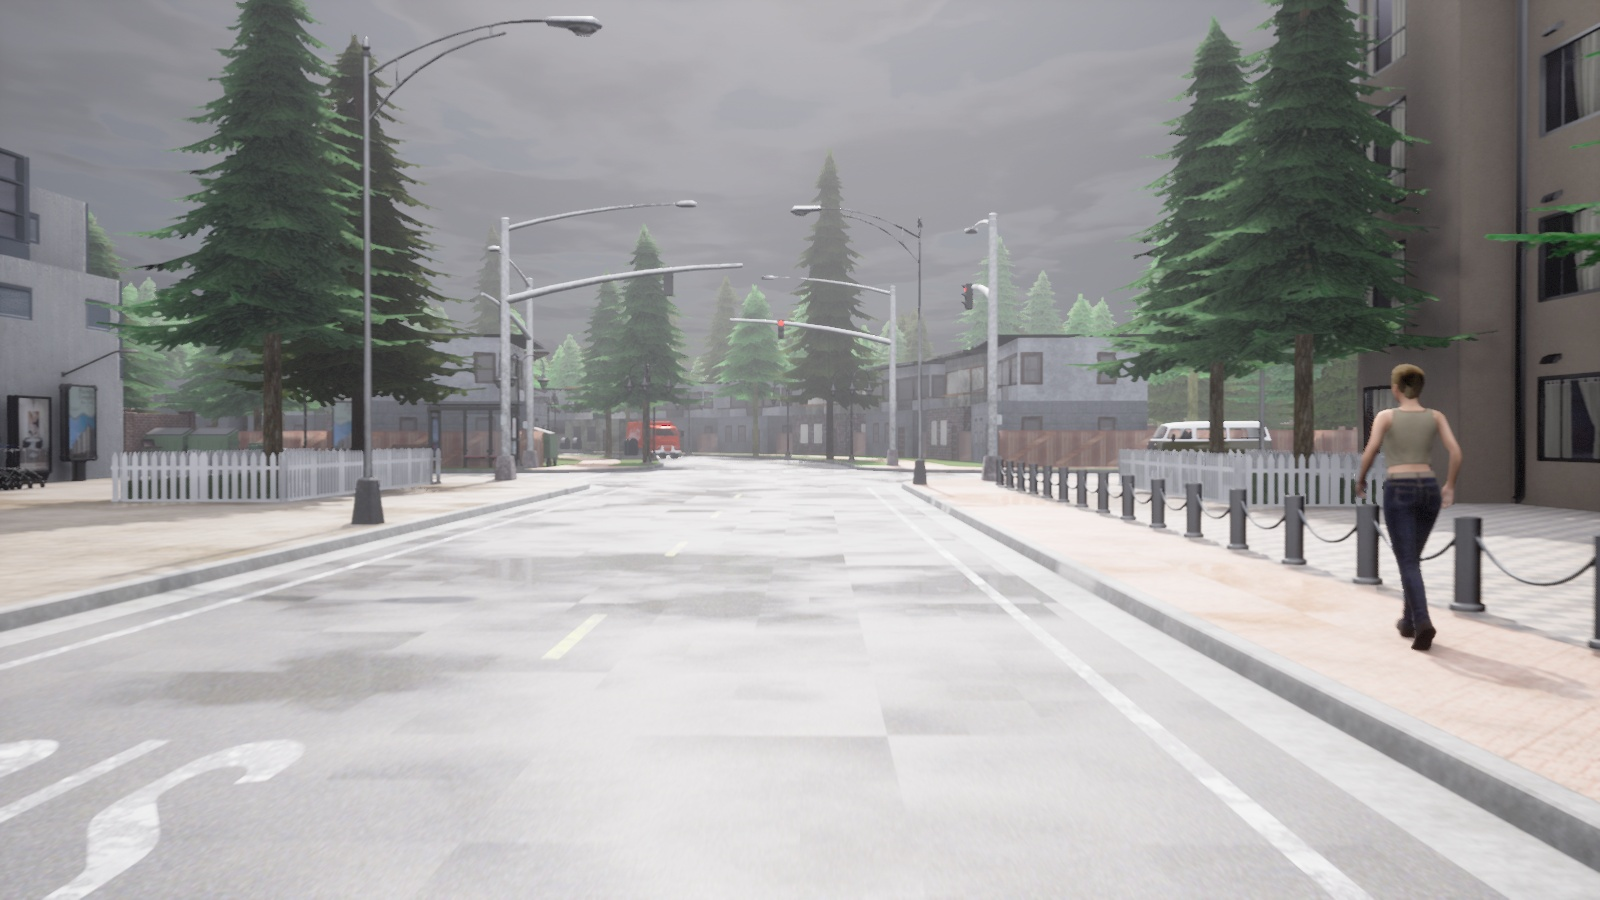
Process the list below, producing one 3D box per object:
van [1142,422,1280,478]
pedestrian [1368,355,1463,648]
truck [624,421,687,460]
[{"bbox_3d":[15.291,-0.026,46.904,4.480,2.038,2.069,0,1,2],"label":"van"},{"bbox_3d":[3.991,0.321,8.168,0.345,1.836,0.594,0,1,4],"label":"pedestrian"},{"bbox_3d":[-9.567,-0.651,82.726,2.627,2.467,5.204,0,1,-26],"label":"truck"}]
